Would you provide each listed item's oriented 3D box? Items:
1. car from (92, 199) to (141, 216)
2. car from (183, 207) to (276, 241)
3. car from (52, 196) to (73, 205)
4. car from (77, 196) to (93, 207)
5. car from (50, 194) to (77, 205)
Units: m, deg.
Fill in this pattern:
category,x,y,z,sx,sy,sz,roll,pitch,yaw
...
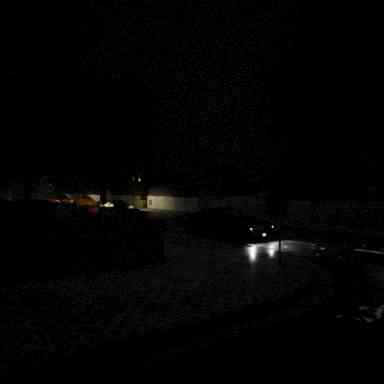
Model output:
category,x,y,z,sx,sy,sz,roll,pitch,yaw
car,-6.171,1.418,27.760,2.033,1.411,5.357,0,0,-36
car,1.644,1.485,16.857,2.033,1.411,5.357,0,0,-36
car,-20.559,1.339,52.730,1.895,1.301,4.718,0,0,-36
car,-14.543,1.260,44.423,1.882,1.535,5.008,0,0,-35
car,-16.771,1.136,42.652,2.097,1.767,4.553,0,0,-35
